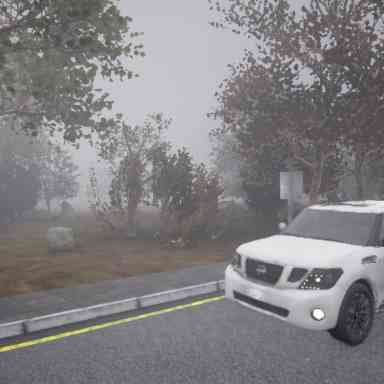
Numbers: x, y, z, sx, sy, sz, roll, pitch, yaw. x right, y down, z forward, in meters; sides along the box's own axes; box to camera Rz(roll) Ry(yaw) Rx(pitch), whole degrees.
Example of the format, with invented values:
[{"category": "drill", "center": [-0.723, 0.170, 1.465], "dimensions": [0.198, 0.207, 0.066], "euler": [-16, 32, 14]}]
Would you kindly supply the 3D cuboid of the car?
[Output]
[{"category": "car", "center": [3.250, 1.222, 6.725], "dimensions": [5.566, 2.045, 2.150], "euler": [0, 0, -35]}]
